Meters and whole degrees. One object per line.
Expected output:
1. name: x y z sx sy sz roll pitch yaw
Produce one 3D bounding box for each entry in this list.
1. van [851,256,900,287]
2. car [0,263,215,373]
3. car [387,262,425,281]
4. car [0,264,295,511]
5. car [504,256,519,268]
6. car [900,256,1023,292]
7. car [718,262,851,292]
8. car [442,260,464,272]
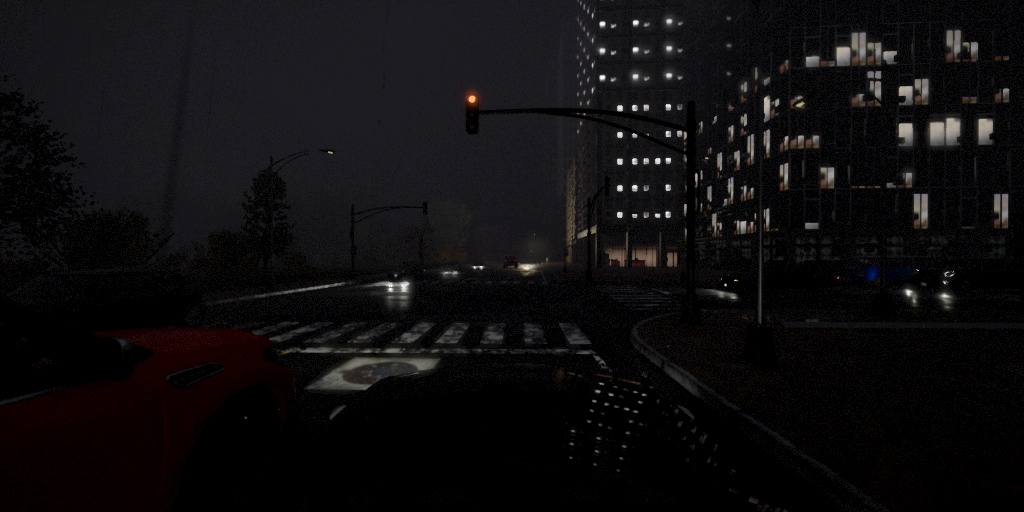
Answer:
1. van: 22.116 0.856 21.096 3.998 1.789 1.690 0 0 4
2. car: -9.716 1.101 8.149 2.097 1.767 4.553 0 0 1
3. car: -8.742 1.235 29.895 2.128 1.511 4.902 0 0 4
4. car: -3.118 0.972 1.001 2.150 2.045 5.566 0 0 0
5. car: -0.119 0.975 60.987 2.150 2.045 5.566 0 0 4
6. car: 23.431 0.866 18.281 4.553 1.767 2.097 0 0 4
7. car: 14.041 1.138 18.939 5.357 1.411 2.033 0 0 4
8. car: -7.681 1.293 47.170 2.033 1.411 5.357 0 0 4
